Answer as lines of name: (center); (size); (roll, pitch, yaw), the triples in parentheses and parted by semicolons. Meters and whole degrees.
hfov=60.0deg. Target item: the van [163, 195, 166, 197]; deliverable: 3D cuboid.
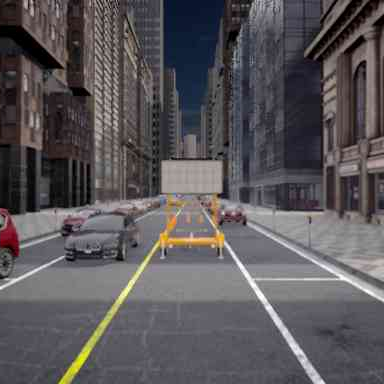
van: (-5.773, 1.482, 63.287); (1.690, 1.788, 3.998); (0, 0, 0)

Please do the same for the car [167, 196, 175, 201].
car: (-5.780, 1.771, 91.295); (1.947, 1.339, 4.313); (0, 0, 0)

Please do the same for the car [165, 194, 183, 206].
car: (-3.012, 1.645, 56.336); (1.882, 1.535, 5.008); (0, 0, 0)

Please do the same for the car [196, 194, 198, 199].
car: (2.747, 1.738, 85.706); (1.887, 1.381, 4.507); (0, 0, 0)

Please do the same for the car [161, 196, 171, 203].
car: (-5.776, 1.607, 74.490); (1.967, 1.590, 4.097); (0, 0, 0)

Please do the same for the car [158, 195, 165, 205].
car: (-5.771, 1.660, 52.083); (1.887, 1.381, 4.507); (0, 0, 0)

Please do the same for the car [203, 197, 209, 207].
car: (2.757, 1.635, 40.890); (1.887, 1.381, 4.507); (0, 0, 0)

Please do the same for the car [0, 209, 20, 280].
car: (-5.760, 1.330, 7.269); (2.192, 1.841, 5.009); (0, 0, 0)

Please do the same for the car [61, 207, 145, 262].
car: (-3.103, 1.531, 12.352); (1.837, 1.490, 4.892); (0, 0, 0)

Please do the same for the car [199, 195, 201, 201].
car: (2.752, 1.686, 63.299); (1.887, 1.381, 4.507); (0, 0, 0)

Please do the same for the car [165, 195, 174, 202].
car: (-5.778, 1.633, 85.693); (1.967, 1.590, 4.097); (0, 0, 0)

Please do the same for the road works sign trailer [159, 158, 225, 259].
road works sign trailer: (-0.003, 0.492, 12.765); (2.380, 3.560, 2.880); (0, 0, 0)

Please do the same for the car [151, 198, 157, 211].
car: (-5.768, 1.530, 40.879); (1.967, 1.590, 4.097); (0, 0, 0)

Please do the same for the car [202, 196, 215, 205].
car: (2.755, 1.648, 46.491); (1.887, 1.381, 4.507); (0, 0, 0)

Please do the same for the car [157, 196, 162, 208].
car: (-5.770, 1.647, 46.481); (1.887, 1.381, 4.507); (0, 0, 0)

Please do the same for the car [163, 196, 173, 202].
car: (-5.777, 1.745, 80.092); (1.947, 1.339, 4.313); (0, 0, 0)

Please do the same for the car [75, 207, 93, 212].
car: (-5.764, 1.584, 18.472); (1.887, 1.381, 4.507); (0, 0, 0)

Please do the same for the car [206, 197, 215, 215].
car: (2.758, 1.603, 35.457); (1.752, 1.417, 4.829); (0, 0, 0)

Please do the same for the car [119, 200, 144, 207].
car: (-5.766, 1.647, 29.675); (1.802, 1.307, 4.206); (0, 0, 0)

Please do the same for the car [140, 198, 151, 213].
car: (-5.767, 1.602, 35.107); (1.752, 1.417, 4.829); (0, 0, 0)

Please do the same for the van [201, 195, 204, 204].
van: (2.755, 1.457, 52.094); (1.690, 1.788, 3.998); (0, 0, 0)

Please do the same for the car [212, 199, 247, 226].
car: (2.761, 1.493, 24.083); (1.967, 1.590, 4.097); (0, 0, 0)

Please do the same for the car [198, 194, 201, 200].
car: (2.751, 1.594, 68.900); (1.967, 1.590, 4.097); (0, 0, 0)

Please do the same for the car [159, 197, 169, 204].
car: (-5.775, 1.736, 68.888); (1.802, 1.307, 4.206); (0, 0, 0)
